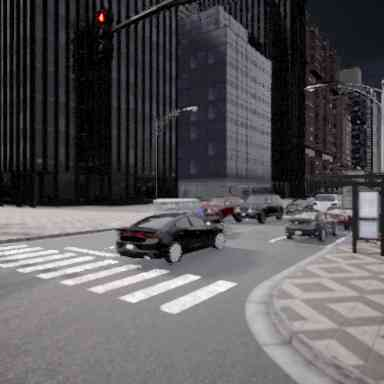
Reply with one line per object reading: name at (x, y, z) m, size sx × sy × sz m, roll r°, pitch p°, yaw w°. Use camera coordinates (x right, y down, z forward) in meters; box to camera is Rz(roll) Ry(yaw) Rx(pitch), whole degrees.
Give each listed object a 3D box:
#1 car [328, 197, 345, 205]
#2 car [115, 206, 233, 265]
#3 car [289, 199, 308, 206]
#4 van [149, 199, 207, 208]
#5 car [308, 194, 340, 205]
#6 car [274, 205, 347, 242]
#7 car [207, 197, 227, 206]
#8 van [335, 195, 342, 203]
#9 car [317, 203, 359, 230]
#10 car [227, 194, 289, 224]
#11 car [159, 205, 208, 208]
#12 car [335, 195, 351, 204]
car at (25.341, 1.530, 58.247) m, size 2.008 × 1.369 × 4.403 m, roll 0°, pitch 0°, yaw 35°
car at (-0.545, 1.481, 12.015) m, size 1.882 × 1.535 × 5.008 m, roll -1°, pitch 0°, yaw 32°
car at (10.869, 1.489, 33.340) m, size 1.837 × 1.490 × 4.892 m, roll 0°, pitch 0°, yaw 36°
van at (-1.023, 1.329, 21.263) m, size 1.690 × 1.788 × 3.998 m, roll 0°, pitch 0°, yaw 35°
car at (12.833, 1.211, 30.606) m, size 2.150 × 2.045 × 5.566 m, roll 0°, pitch 0°, yaw 36°
car at (5.919, 1.554, 16.316) m, size 2.008 × 1.369 × 4.403 m, roll 0°, pitch 0°, yaw 35°
car at (2.273, 1.299, 25.886) m, size 2.192 × 1.841 × 5.009 m, roll 0°, pitch 0°, yaw 35°
van at (12.511, 1.338, 25.563) m, size 1.690 × 1.788 × 3.998 m, roll 0°, pitch 0°, yaw 35°
car at (9.215, 1.582, 20.940) m, size 1.802 × 1.307 × 4.206 m, roll 0°, pitch 0°, yaw 35°
car at (5.174, 1.210, 25.364) m, size 2.150 × 2.045 × 5.566 m, roll 0°, pitch 0°, yaw 36°
car at (-0.495, 1.596, 17.421) m, size 1.895 × 1.301 × 4.718 m, roll 0°, pitch 0°, yaw 35°
car at (28.637, 1.420, 62.870) m, size 1.967 × 1.590 × 4.097 m, roll 0°, pitch 0°, yaw 35°
